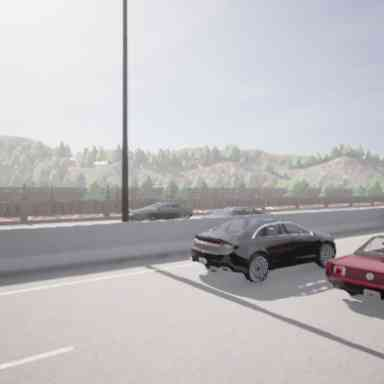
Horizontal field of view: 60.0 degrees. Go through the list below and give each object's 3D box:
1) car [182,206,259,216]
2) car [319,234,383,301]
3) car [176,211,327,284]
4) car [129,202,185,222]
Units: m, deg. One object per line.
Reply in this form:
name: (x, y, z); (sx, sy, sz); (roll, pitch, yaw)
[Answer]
car: (2.389, 1.535, 18.511); (5.357, 1.411, 2.033); (0, 0, -35)
car: (5.120, 1.593, 7.402); (4.718, 1.301, 1.895); (0, 0, -36)
car: (2.240, 1.484, 9.646); (4.902, 1.511, 2.128); (0, 0, -36)
car: (-2.182, 1.480, 23.856); (4.902, 1.511, 2.128); (0, 0, -35)
